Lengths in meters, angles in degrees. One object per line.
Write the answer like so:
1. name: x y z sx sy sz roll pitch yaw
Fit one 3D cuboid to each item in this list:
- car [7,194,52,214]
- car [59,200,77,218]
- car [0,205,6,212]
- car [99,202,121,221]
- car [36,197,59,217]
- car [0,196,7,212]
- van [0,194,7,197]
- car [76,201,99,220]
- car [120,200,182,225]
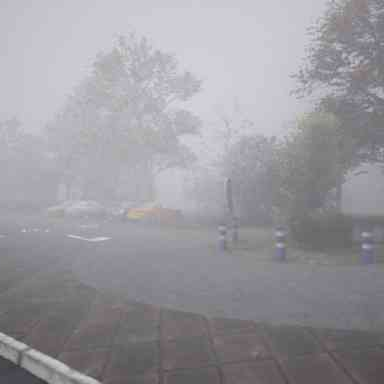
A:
1. car: -16.093 1.260 35.659 2.435 2.045 5.566 0 0 36
2. car: -9.390 1.597 30.751 2.002 1.452 4.674 0 0 36
3. car: -12.611 1.625 16.891 2.163 1.488 4.792 0 0 36
4. car: -4.988 1.461 27.595 2.185 1.767 4.553 0 0 36
5. car: -11.738 1.539 32.231 1.946 1.575 5.366 0 0 36
6. car: -18.368 1.526 37.242 2.163 1.488 4.792 0 0 36
7. van: -20.623 1.257 39.059 1.878 1.987 4.442 0 0 36
8. car: -7.164 1.602 29.101 2.163 1.488 4.792 0 0 36
9. car: -2.767 1.602 25.937 2.097 1.535 5.008 0 0 36
